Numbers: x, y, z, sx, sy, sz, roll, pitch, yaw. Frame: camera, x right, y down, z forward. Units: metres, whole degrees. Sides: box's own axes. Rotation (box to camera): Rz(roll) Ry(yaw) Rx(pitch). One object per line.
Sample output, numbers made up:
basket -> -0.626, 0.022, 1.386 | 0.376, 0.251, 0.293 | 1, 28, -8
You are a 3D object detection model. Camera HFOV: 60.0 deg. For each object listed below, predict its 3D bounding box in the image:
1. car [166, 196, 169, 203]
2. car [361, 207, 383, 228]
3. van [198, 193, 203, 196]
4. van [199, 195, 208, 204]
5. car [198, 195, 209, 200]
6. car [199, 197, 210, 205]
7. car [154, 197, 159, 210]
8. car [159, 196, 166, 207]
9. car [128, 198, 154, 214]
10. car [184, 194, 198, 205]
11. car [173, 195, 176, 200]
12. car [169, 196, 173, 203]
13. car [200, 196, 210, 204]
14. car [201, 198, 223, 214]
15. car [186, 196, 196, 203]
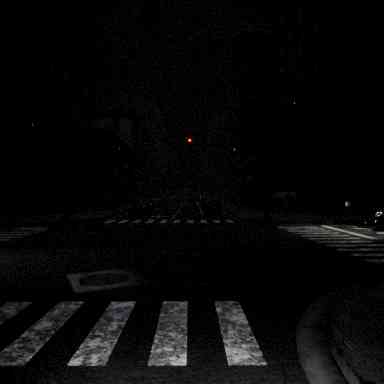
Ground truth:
car -> -5.651, 1.634, 58.171 | 2.008, 1.369, 4.403 | 0, 0, 0
car -> 13.004, 1.304, 20.633 | 4.553, 1.767, 2.097 | 0, 0, 0
van -> 2.373, 1.424, 58.160 | 1.690, 1.788, 3.998 | 0, 0, 0
van -> 2.388, 1.453, 69.182 | 1.690, 1.788, 3.998 | 0, 0, 0
car -> 2.365, 1.637, 52.649 | 1.947, 1.339, 4.313 | 0, 0, 0
car -> 2.381, 1.647, 63.671 | 2.008, 1.369, 4.403 | 0, 0, 0
car -> -5.675, 1.490, 41.639 | 1.967, 1.590, 4.097 | 0, 0, 0
car -> -5.659, 1.653, 52.660 | 1.802, 1.307, 4.206 | 0, 0, 0
car -> -5.682, 1.480, 36.128 | 1.967, 1.590, 4.097 | 0, 0, 0
car -> -0.158, 1.599, 62.317 | 1.837, 1.490, 4.892 | 0, 0, 0
car -> -5.621, 1.694, 80.214 | 2.008, 1.369, 4.403 | 0, 0, 0
car -> -5.636, 1.552, 69.193 | 1.967, 1.590, 4.097 | 0, 0, 0
car -> 2.358, 1.641, 47.139 | 1.802, 1.307, 4.206 | 0, 0, 0
car -> 2.343, 1.606, 36.116 | 1.947, 1.339, 4.313 | 0, 0, 0
car -> -0.236, 1.665, 73.717 | 2.033, 1.411, 5.357 | 0, 0, 0
